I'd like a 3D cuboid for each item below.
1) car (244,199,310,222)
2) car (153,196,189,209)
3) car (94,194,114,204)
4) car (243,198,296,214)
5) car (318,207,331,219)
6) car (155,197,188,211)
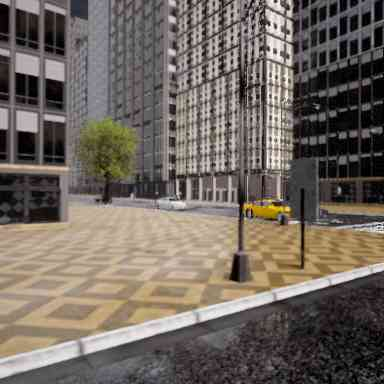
[{"bbox_3d":[6.171,1.364,25.760,1.882,1.535,5.008,0,0,-37],"label":"car"},{"bbox_3d":[-2.805,1.294,43.249,2.033,1.411,5.357,0,0,-37],"label":"car"},{"bbox_3d":[-14.222,1.135,53.285,1.837,1.490,4.892,0,0,-37],"label":"car"},{"bbox_3d":[7.953,1.427,34.607,2.033,1.411,5.357,0,0,-37],"label":"car"},{"bbox_3d":[8.723,1.453,27.774,2.033,1.411,5.357,0,0,-37],"label":"car"},{"bbox_3d":[-2.365,1.296,37.215,1.812,1.442,4.674,0,0,-37],"label":"car"}]
